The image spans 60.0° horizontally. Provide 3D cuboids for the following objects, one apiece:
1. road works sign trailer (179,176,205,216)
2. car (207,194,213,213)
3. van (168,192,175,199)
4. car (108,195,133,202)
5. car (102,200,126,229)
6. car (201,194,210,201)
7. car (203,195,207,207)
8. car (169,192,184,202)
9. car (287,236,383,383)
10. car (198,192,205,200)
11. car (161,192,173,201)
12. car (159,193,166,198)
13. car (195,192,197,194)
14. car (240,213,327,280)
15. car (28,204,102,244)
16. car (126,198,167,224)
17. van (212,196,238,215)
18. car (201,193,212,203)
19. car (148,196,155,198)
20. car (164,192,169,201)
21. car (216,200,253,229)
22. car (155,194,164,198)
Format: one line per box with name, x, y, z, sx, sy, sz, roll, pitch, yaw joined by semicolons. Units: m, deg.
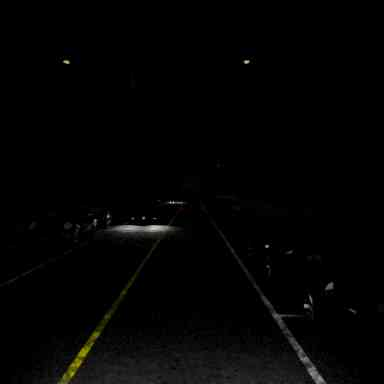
road works sign trailer;0.007;0.317;30.743;2.380;3.560;2.880;0;0;0
car;2.771;1.287;32.023;1.967;1.590;4.097;0;0;0
van;-5.740;0.937;93.714;1.690;1.788;3.998;0;0;0
car;-5.755;1.188;26.400;2.192;1.841;5.009;0;0;0
car;-5.756;1.450;20.792;2.008;1.369;4.403;0;0;0
car;2.780;1.208;71.457;1.752;1.417;4.829;0;0;0
car;2.774;1.363;43.241;1.947;1.339;4.313;0;0;0
car;-3.008;1.270;64.784;1.994;1.385;4.181;0;0;1
car;2.765;1.546;3.978;1.947;1.339;4.313;0;0;0
car;2.778;1.043;60.067;2.192;1.841;5.009;0;0;0
car;-5.744;0.976;76.885;2.192;1.841;5.009;0;0;0
car;-5.749;1.332;54.449;1.802;1.307;4.206;0;0;0
car;2.785;0.911;93.722;2.192;1.841;5.009;0;0;0
car;2.766;1.518;9.587;1.947;1.339;4.313;0;0;0
car;-5.758;1.366;15.182;1.967;1.590;4.097;0;0;0
car;-3.093;1.391;23.606;1.837;1.490;4.892;0;0;0
van;2.770;1.214;26.413;1.690;1.788;3.998;0;0;0
car;2.776;1.332;54.460;1.802;1.307;4.206;0;0;0
car;-5.753;1.388;37.621;1.947;1.339;4.313;0;0;0
car;-5.748;1.254;59.888;1.752;1.417;4.829;0;0;0
car;2.769;1.444;20.805;1.887;1.381;4.507;0;0;0
car;-5.750;1.324;48.839;2.008;1.369;4.403;0;0;0
